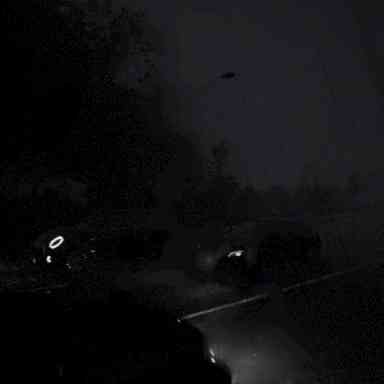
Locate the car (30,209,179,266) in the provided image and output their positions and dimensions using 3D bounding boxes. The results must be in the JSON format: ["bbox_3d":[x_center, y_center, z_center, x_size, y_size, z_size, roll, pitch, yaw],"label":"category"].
[{"bbox_3d":[-2.722,1.382,10.888,4.553,1.767,2.097,0,0,-38],"label":"car"}]

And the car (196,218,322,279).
[{"bbox_3d":[2.267,1.559,10.335,4.674,1.442,1.812,0,0,-39],"label":"car"}]

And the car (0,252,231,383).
[{"bbox_3d":[-1.670,1.571,2.701,4.181,1.385,1.994,0,0,-36],"label":"car"}]
